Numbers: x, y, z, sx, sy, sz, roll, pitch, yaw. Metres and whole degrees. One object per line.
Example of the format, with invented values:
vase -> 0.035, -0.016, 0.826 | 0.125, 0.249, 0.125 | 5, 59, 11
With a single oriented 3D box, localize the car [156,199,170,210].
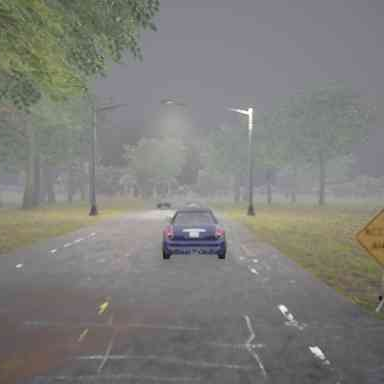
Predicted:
car -> -3.617, 1.574, 43.779 | 1.895, 1.301, 4.718 | -2, -1, 0

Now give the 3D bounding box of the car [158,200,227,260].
car -> 0.081, 1.345, 12.588 | 2.097, 1.767, 4.553 | 0, 0, 0

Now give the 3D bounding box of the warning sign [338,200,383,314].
warning sign -> 3.563, 1.111, 6.075 | 1.300, 1.860, 1.060 | 1, 1, 0

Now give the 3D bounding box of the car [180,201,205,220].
car -> 0.081, 1.551, 28.677 | 1.994, 1.385, 4.181 | 0, 0, 0
